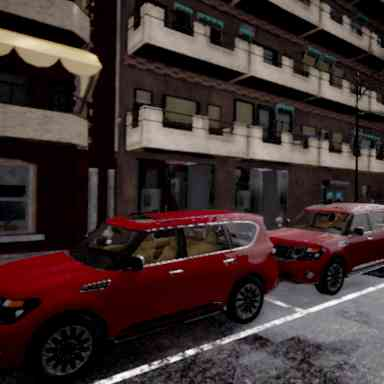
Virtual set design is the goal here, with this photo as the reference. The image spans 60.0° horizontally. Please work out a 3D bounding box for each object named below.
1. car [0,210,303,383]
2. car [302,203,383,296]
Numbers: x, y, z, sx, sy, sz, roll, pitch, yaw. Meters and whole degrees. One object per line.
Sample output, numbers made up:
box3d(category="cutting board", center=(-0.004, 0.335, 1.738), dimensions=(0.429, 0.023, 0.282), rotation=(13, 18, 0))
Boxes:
box3d(category="car", center=(-0.683, 1.300, 5.582), dimensions=(5.009, 1.841, 2.192), rotation=(0, 2, -35))
box3d(category="car", center=(3.820, 1.269, 8.792), dimensions=(5.009, 1.841, 2.192), rotation=(0, 2, -35))
